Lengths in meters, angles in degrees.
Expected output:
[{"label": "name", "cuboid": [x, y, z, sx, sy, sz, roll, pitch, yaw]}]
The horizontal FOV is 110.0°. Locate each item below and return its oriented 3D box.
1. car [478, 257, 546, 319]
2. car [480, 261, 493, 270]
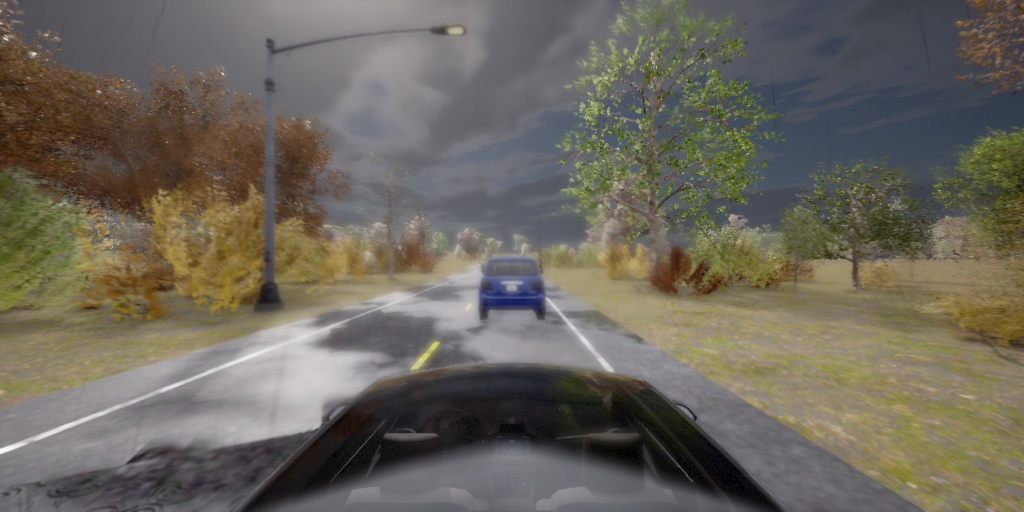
[{"label": "car", "cuboid": [0.023, 1.041, 13.224, 2.150, 2.045, 5.566, 0, 0, 1]}, {"label": "car", "cuboid": [-4.259, 1.563, 60.162, 2.128, 1.511, 4.902, 0, 0, -4]}]
